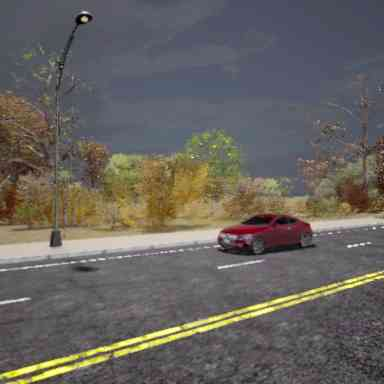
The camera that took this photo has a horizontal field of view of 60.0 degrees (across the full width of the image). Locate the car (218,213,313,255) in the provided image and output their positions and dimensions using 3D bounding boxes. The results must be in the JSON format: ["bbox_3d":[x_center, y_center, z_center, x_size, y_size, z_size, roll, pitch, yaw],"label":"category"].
[{"bbox_3d":[3.212,1.633,13.985,4.674,1.442,1.812,1,0,-36],"label":"car"}]
